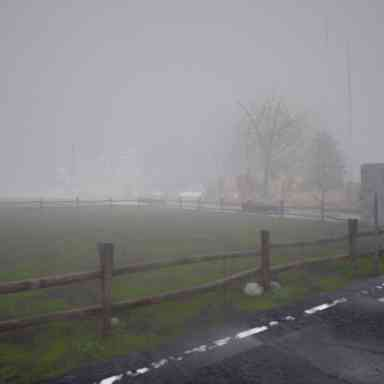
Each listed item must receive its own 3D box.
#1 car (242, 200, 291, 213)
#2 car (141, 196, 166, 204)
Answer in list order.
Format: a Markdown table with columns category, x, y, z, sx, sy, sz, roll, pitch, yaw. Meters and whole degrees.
| category | x | y | z | sx | sy | sz | roll | pitch | yaw |
| --- | --- | --- | --- | --- | --- | --- | --- | --- | --- |
| car | 6.951 | 1.385 | 31.331 | 1.895 | 1.301 | 4.718 | -1 | 1 | -35 |
| car | -5.717 | 1.218 | 49.250 | 1.895 | 1.301 | 4.718 | -1 | 1 | -35 |
